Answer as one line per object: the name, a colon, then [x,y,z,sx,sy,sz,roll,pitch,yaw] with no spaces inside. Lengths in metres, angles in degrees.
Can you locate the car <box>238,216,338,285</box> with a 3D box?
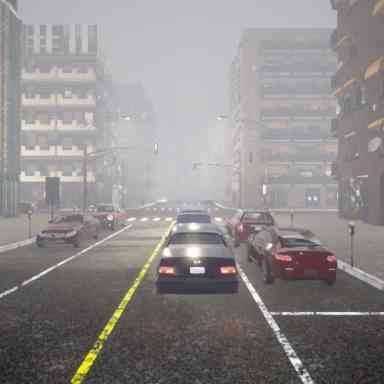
car: [2.578,1.584,9.250,1.802,1.307,4.206,1,0,0]

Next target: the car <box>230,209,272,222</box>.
car: [2.582,1.444,14.799,1.967,1.590,4.097,1,0,0]

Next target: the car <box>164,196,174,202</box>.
car: [-5.275,1.577,75.555,1.947,1.339,4.313,1,0,0]

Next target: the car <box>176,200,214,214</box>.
car: [0.100,1.482,19.547,1.882,1.535,5.008,0,0,0]

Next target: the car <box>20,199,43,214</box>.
car: [-17.549,1.241,31.845,5.009,1.841,2.192,0,-1,0]

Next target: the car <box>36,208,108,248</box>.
car: [-5.305,1.585,14.780,1.802,1.307,4.206,1,0,0]

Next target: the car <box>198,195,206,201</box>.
car: [2.610,1.563,86.923,2.008,1.369,4.403,1,0,0]

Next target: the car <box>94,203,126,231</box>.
car: [-5.305,1.445,20.329,1.967,1.590,4.097,1,0,0]

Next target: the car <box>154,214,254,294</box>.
car: [0.104,1.550,8.905,2.033,1.411,5.357,0,0,0]

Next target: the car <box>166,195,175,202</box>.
car: [-5.273,1.556,81.226,1.887,1.381,4.507,1,0,0]

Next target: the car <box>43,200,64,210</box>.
car: [-17.607,1.590,39.721,4.313,1.339,1.947,0,-1,0]

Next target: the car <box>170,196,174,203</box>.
car: [-5.277,1.536,69.714,1.752,1.417,4.829,1,0,0]

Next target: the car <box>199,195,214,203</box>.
car: [2.596,1.560,52.898,2.008,1.369,4.403,1,0,0]

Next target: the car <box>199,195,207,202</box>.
car: [2.608,1.556,81.253,1.887,1.381,4.507,1,0,0]

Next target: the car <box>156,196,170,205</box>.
car: [-5.282,1.535,58.372,1.752,1.417,4.829,1,0,0]
